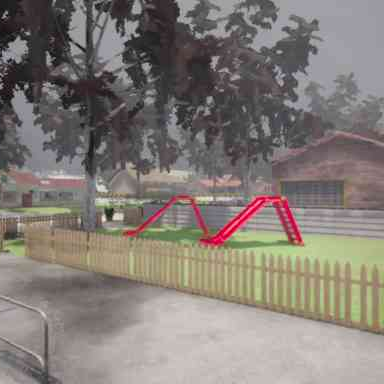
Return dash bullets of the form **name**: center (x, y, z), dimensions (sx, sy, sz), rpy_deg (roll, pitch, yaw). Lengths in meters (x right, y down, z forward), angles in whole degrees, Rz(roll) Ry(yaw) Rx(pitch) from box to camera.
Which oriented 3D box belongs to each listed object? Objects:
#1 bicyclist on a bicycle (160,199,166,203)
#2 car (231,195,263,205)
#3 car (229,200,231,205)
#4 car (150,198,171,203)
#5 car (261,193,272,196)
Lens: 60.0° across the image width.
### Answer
- **bicyclist on a bicycle**: center (-2.284, 1.352, 26.641), dimensions (1.656, 1.620, 0.582), rpy_deg (0, 0, 35)
- **car**: center (8.059, 1.509, 48.486), dimensions (1.837, 1.490, 4.892), rpy_deg (0, 0, 36)
- **car**: center (7.890, 1.498, 55.224), dimensions (1.882, 1.535, 5.008), rpy_deg (0, 0, 35)
- **car**: center (-3.697, 1.508, 39.126), dimensions (1.837, 1.490, 4.892), rpy_deg (0, 0, 36)
- **car**: center (14.076, 1.226, 57.014), dimensions (2.150, 2.045, 5.566), rpy_deg (0, 0, 35)
